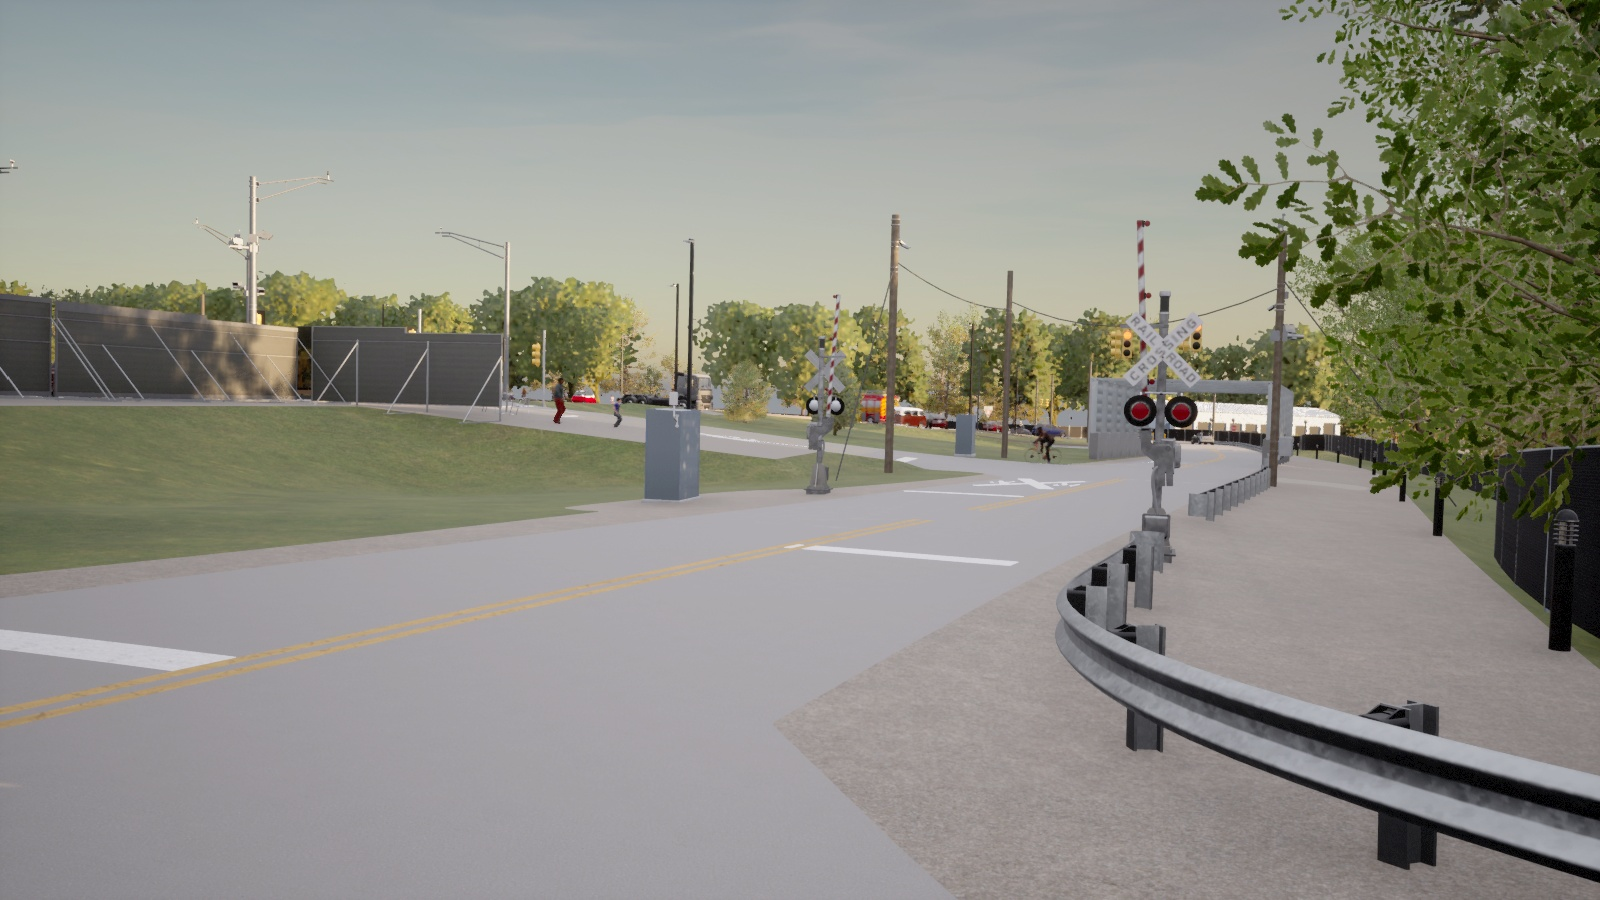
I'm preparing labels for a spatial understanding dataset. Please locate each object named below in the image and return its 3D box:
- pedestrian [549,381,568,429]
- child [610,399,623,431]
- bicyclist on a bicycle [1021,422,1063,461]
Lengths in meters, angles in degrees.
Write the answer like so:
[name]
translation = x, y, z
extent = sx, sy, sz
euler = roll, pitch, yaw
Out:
[pedestrian]
translation = -9.288, -1.745, 48.305
extent = 0.614, 1.847, 0.353
euler = 1, 3, 11
[child]
translation = -7.238, -1.391, 49.466
extent = 0.437, 1.263, 0.270
euler = 1, 3, 7
[bicyclist on a bicycle]
translation = 10.358, -0.365, 53.710
extent = 1.656, 1.620, 0.582
euler = 0, 2, -7
